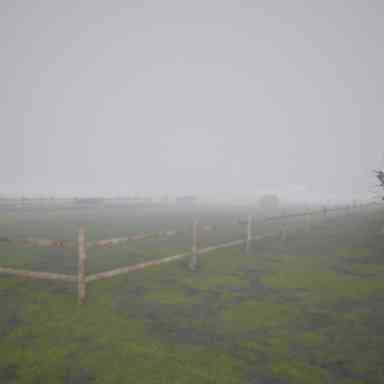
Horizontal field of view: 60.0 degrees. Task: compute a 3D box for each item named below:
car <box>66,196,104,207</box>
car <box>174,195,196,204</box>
[{"bbox_3d":[-13.810,1.236,42.939,1.895,1.301,4.718,1,0,36],"label":"car"},{"bbox_3d":[-1.209,1.322,60.021,1.882,1.535,5.008,1,0,36],"label":"car"}]
